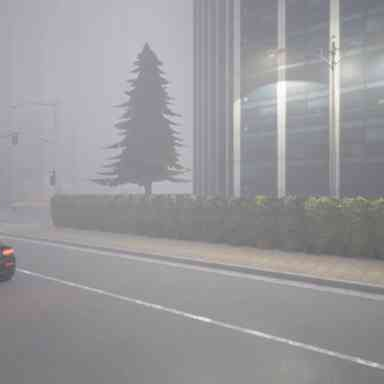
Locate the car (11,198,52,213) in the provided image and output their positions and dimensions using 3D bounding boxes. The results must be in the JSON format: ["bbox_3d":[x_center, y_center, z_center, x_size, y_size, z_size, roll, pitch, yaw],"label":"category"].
[{"bbox_3d":[-17.488,1.474,37.145,1.882,1.535,5.008,0,0,36],"label":"car"}]

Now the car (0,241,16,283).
[{"bbox_3d":[-6.228,1.525,8.390,4.674,1.442,1.812,0,0,36],"label":"car"}]
